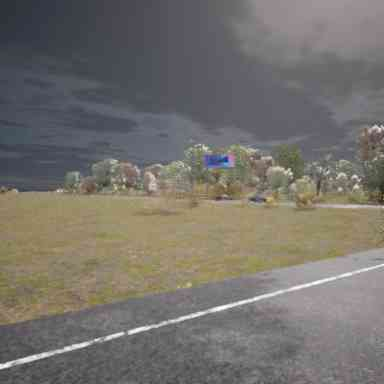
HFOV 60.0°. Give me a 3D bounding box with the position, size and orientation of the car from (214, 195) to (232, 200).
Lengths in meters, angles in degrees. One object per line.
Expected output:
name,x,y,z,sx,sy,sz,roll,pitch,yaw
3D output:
car,7.051,1.291,77.546,1.895,1.301,4.718,0,0,-34

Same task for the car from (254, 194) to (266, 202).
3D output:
car,13.107,1.184,68.484,2.097,1.767,4.553,0,0,-34
